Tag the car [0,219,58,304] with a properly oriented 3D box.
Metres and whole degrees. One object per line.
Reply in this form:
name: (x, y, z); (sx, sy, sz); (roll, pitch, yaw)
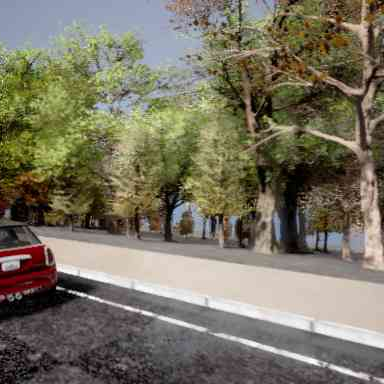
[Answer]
car: (-5.000, 1.354, 7.251); (4.553, 1.767, 2.097); (0, 0, 35)
